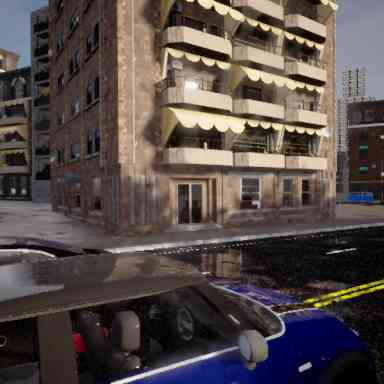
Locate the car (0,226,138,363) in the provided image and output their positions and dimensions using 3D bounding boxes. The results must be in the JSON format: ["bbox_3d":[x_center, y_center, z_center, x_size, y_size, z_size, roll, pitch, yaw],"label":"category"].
[{"bbox_3d":[-3.522,1.491,5.015,4.902,1.511,2.128,0,0,-32],"label":"car"}]

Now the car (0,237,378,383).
[{"bbox_3d":[-0.471,1.352,2.868,4.553,1.767,2.097,0,0,-32],"label":"car"}]

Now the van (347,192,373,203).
[{"bbox_3d":[28.395,0.883,56.063,3.998,1.788,1.690,1,0,25],"label":"van"}]
